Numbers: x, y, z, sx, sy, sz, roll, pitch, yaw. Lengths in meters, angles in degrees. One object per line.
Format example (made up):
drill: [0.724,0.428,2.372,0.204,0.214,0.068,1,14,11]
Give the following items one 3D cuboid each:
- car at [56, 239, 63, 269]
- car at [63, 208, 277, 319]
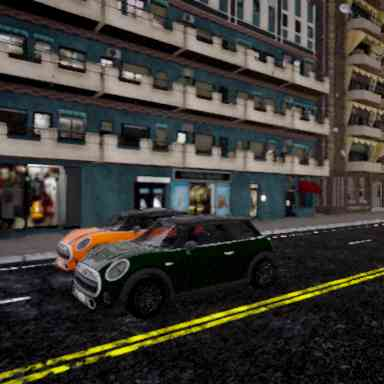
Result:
car: [-1.763,1.349,10.411,4.553,1.767,2.097,0,0,-35]
car: [-0.227,1.349,7.514,4.553,1.767,2.097,0,0,-35]
